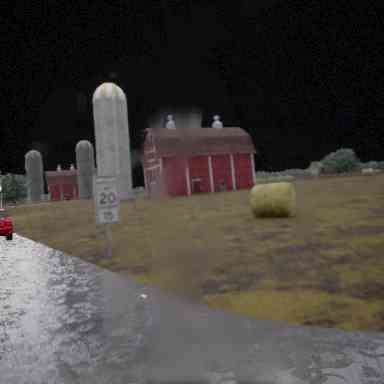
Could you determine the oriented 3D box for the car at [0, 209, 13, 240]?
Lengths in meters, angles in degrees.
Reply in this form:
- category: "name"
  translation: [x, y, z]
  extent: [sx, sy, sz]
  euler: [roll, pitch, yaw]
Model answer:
- category: "car"
  translation: [-13.511, 2.199, 22.258]
  extent: [2.150, 2.045, 5.566]
  euler: [-4, 0, -36]
